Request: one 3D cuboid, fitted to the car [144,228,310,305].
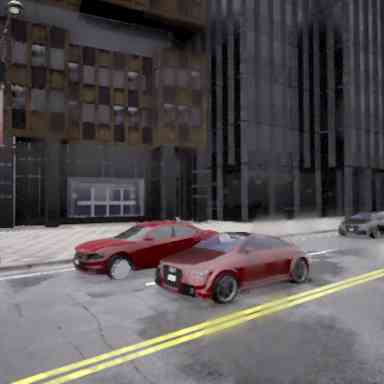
[{"bbox_3d":[1.151,1.740,8.617,4.181,1.385,1.994,0,-1,-37],"label":"car"}]

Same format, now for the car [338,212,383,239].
[{"bbox_3d":[10.440,1.891,19.561,4.181,1.385,1.994,0,-1,-35],"label":"car"}]

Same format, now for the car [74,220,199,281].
[{"bbox_3d":[-1.253,1.721,10.884,5.008,1.535,1.882,1,-2,-38],"label":"car"}]
